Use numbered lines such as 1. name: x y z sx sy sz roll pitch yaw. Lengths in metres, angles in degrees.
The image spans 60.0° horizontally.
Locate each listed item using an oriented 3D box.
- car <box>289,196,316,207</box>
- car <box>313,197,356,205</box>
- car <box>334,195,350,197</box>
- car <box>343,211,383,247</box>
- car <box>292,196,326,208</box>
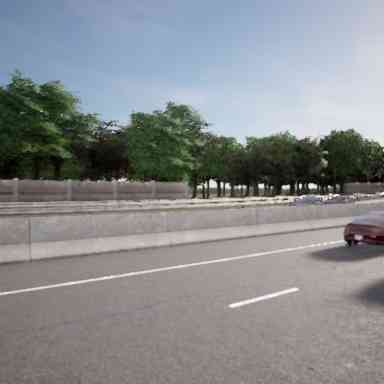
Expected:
1. car: 11.494 1.419 33.217 4.181 1.385 1.994 -1 0 -34
2. car: 13.441 1.418 30.309 4.181 1.385 1.994 -1 0 -34
3. car: 18.886 1.225 42.377 4.892 1.490 1.837 -1 1 -33
4. car: 8.082 1.495 13.670 4.674 1.442 1.812 0 0 -35
5. car: 15.293 1.282 43.334 4.674 1.442 1.812 -1 1 -37
